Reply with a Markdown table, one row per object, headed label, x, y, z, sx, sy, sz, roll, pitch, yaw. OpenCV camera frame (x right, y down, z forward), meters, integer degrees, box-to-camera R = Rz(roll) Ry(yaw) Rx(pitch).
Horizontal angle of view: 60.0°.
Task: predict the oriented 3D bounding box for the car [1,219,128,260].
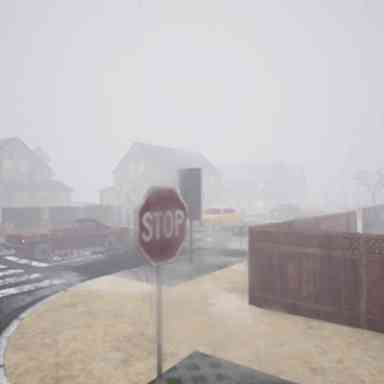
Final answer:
| label | x | y | z | sx | sy | sz | roll | pitch | yaw |
| --- | --- | --- | --- | --- | --- | --- | --- | --- | --- |
| car | -5.019 | 1.806 | 13.633 | 1.895 | 1.301 | 4.718 | -1 | -1 | 40 |

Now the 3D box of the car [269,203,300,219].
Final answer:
| label | x | y | z | sx | sy | sz | roll | pitch | yaw |
| --- | --- | --- | --- | --- | --- | --- | --- | --- | --- |
| car | 9.371 | 1.847 | 33.483 | 2.128 | 1.511 | 4.902 | -1 | -1 | 36 |

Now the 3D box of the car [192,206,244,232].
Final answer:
| label | x | y | z | sx | sy | sz | roll | pitch | yaw |
| --- | --- | --- | --- | --- | --- | --- | --- | --- | --- |
| car | 1.757 | 1.748 | 22.791 | 1.882 | 1.535 | 5.008 | -1 | -1 | 36 |
